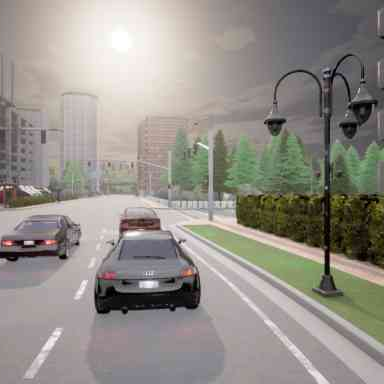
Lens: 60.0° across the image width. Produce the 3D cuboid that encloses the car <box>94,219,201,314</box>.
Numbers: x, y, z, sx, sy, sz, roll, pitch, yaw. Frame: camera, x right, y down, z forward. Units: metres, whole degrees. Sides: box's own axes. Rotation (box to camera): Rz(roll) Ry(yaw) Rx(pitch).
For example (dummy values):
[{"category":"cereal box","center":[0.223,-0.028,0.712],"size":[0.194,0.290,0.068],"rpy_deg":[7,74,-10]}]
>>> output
[{"category":"car","center":[-1.042,1.564,7.725],"size":[1.994,1.385,4.181],"rpy_deg":[0,0,-9]}]

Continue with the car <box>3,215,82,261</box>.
[{"category":"car","center":[-5.317,1.547,12.289],"size":[2.033,1.411,5.357],"rpy_deg":[0,0,-11]}]

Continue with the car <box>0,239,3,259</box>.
[{"category":"car","center":[-3.876,1.492,2.757],"size":[2.128,1.511,4.902],"rpy_deg":[0,0,-5]}]

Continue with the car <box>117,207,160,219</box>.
[{"category":"car","center":[-2.659,1.478,16.563],"size":[1.882,1.535,5.008],"rpy_deg":[0,0,-12]}]
